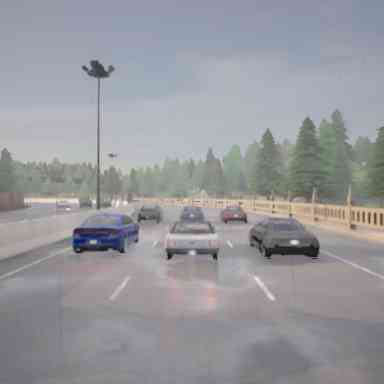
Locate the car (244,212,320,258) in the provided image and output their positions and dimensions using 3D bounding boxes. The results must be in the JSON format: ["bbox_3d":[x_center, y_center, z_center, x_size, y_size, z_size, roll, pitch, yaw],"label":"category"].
[{"bbox_3d":[3.524,1.711,13.393,1.994,1.385,4.181,0,-1,0],"label":"car"}]

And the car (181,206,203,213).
[{"bbox_3d":[-0.006,1.875,28.469,1.994,1.385,4.181,0,-1,-1],"label":"car"}]

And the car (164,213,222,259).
[{"bbox_3d":[0.021,1.746,13.235,1.895,1.301,4.718,0,-1,0],"label":"car"}]

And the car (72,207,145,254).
[{"bbox_3d":[-3.469,1.633,14.223,1.882,1.535,5.008,0,0,0],"label":"car"}]

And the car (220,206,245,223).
[{"bbox_3d":[3.493,1.875,28.496,1.994,1.385,4.181,0,-1,0],"label":"car"}]

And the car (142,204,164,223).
[{"bbox_3d":[-3.505,1.804,28.486,2.128,1.511,4.902,0,0,0],"label":"car"}]
